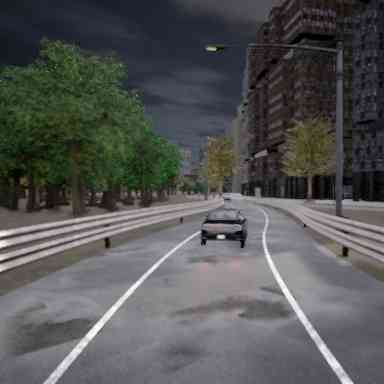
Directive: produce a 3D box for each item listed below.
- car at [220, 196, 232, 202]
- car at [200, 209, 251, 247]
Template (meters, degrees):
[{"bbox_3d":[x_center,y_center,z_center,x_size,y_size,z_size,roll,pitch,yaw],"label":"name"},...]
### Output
[{"bbox_3d":[7.795,1.543,77.415,1.895,1.301,4.718,0,0,-6],"label":"car"},{"bbox_3d":[1.585,1.498,15.079,2.128,1.511,4.902,0,0,11],"label":"car"}]
